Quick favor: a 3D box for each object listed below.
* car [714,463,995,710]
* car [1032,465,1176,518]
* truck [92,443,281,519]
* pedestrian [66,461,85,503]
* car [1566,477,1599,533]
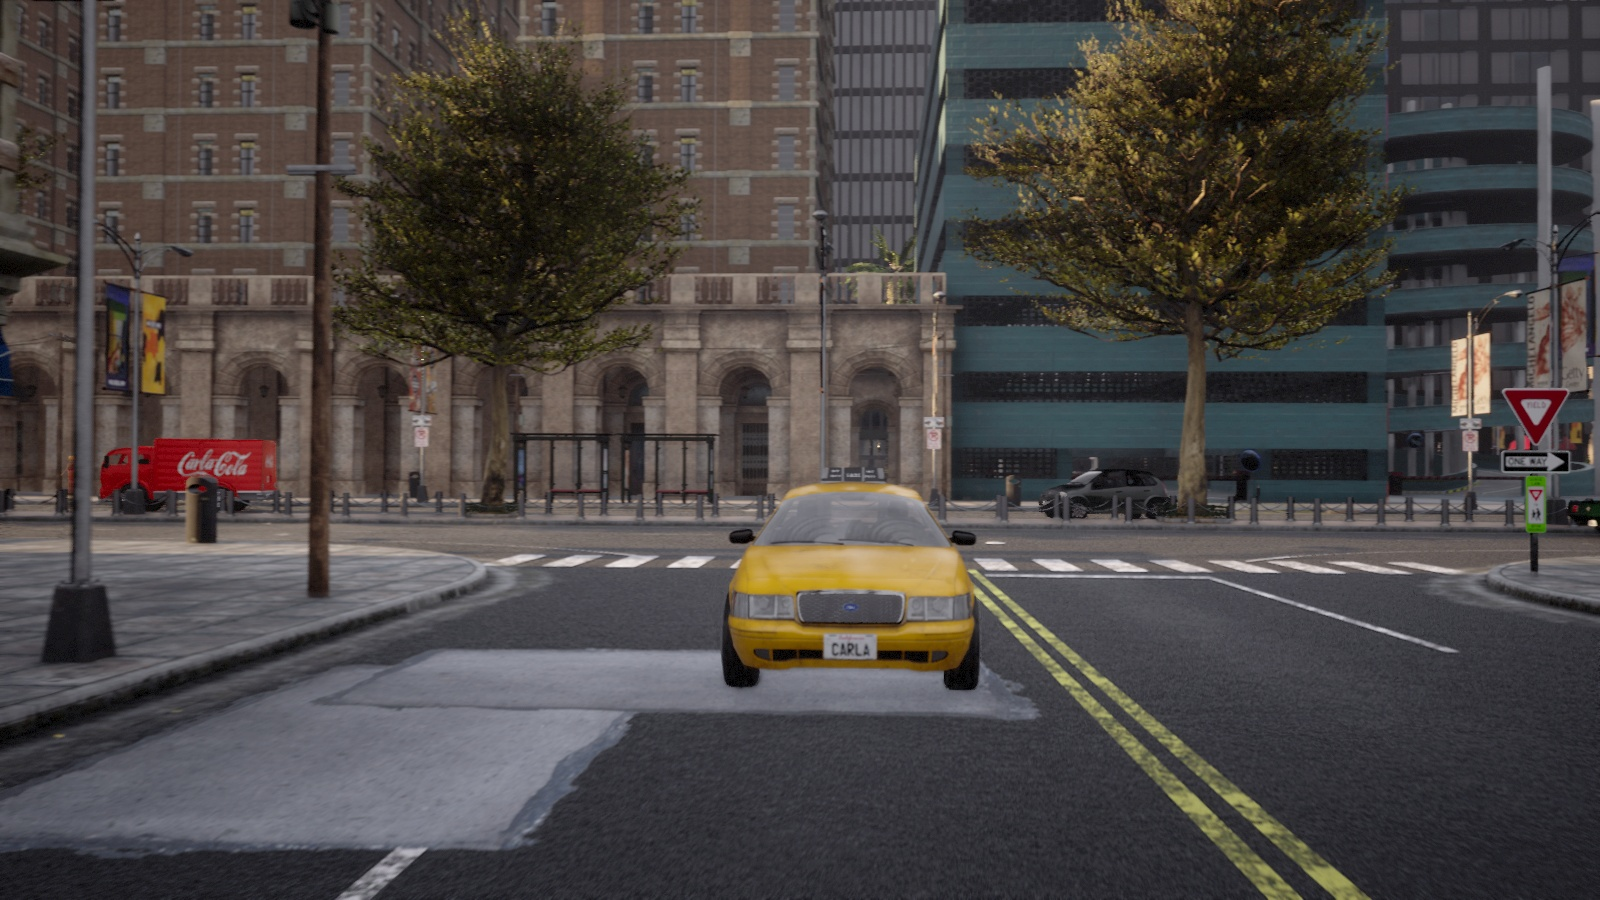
[{"bbox_3d":[0.475,0.911,10.768,1.801,1.575,5.366,0,-1,3],"label":"car"},{"bbox_3d":[9.500,1.278,39.371,3.988,1.617,1.851,0,-1,-14],"label":"car"},{"bbox_3d":[-20.527,1.024,42.277,5.204,2.467,2.627,0,-1,-11],"label":"truck"},{"bbox_3d":[-31.213,1.377,54.100,0.594,1.836,0.345,0,-1,4],"label":"pedestrian"},{"bbox_3d":[21.297,1.306,30.065,4.718,1.301,1.895,0,-1,4],"label":"car"}]
